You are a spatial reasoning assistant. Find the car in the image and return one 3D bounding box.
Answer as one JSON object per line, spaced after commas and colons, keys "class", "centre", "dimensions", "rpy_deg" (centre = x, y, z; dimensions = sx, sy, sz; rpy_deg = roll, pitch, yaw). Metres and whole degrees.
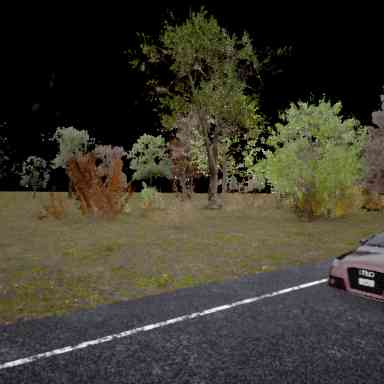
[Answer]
{"class": "car", "centre": [4.984, 1.567, 7.588], "dimensions": [4.181, 1.385, 1.994], "rpy_deg": [0, 0, -36]}
